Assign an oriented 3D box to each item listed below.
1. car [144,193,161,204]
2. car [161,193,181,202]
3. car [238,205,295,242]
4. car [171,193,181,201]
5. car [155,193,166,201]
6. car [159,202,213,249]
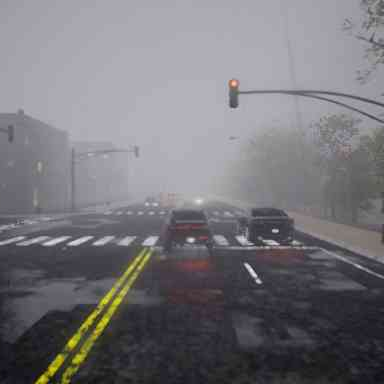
[{"bbox_3d":[-6.610,1.175,54.532,1.994,1.385,4.181,0,0,0],"label":"car"},{"bbox_3d":[-3.360,0.963,54.567,2.097,1.767,4.553,0,0,0],"label":"car"},{"bbox_3d":[3.328,1.364,15.651,1.882,1.535,5.008,0,1,0],"label":"car"},{"bbox_3d":[-3.321,0.995,70.417,1.837,1.490,4.892,0,0,0],"label":"car"},{"bbox_3d":[-6.571,0.995,70.422,1.837,1.490,4.892,0,0,0],"label":"car"},{"bbox_3d":[-0.298,1.403,14.035,1.837,1.490,4.892,0,0,-6],"label":"car"}]
